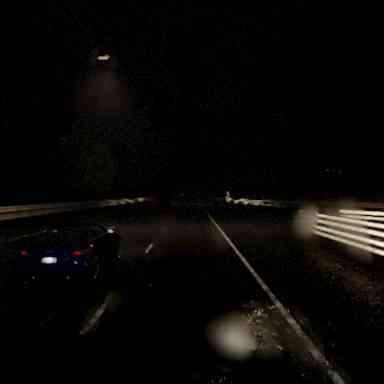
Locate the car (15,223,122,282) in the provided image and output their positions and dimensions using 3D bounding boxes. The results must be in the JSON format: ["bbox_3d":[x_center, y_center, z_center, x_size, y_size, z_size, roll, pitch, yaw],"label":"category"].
[{"bbox_3d":[-3.403,1.607,9.944,1.994,1.385,4.181,0,0,0],"label":"car"}]

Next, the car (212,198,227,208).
[{"bbox_3d":[4.653,1.835,56.446,2.128,1.511,4.902,0,-1,-5],"label":"car"}]

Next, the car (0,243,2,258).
[{"bbox_3d":[-6.904,1.543,8.528,1.837,1.490,4.892,0,0,0],"label":"car"}]
